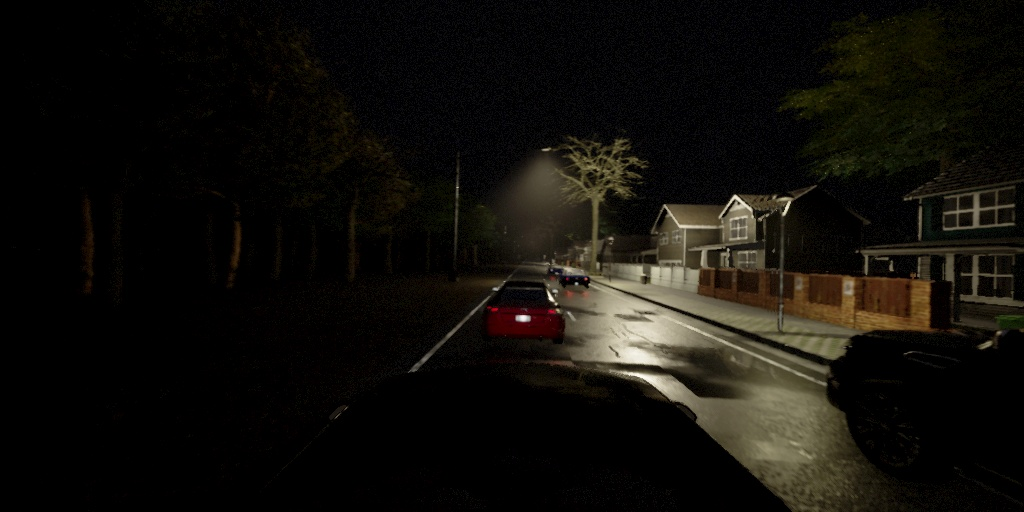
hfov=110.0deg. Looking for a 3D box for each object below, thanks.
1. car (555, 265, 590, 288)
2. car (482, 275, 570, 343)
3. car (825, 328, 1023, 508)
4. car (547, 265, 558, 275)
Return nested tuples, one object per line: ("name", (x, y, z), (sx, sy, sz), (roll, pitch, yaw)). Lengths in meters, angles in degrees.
("car", (4.568, 1.639, 26.902), (1.895, 1.301, 4.718), (2, 0, 3))
("car", (0.337, 1.371, 9.979), (1.994, 1.385, 4.181), (2, 0, 3))
("car", (4.596, 1.110, 1.692), (2.150, 2.045, 5.566), (2, 0, 3))
("car", (5.393, 1.771, 44.589), (1.895, 1.301, 4.718), (2, 0, 3))
